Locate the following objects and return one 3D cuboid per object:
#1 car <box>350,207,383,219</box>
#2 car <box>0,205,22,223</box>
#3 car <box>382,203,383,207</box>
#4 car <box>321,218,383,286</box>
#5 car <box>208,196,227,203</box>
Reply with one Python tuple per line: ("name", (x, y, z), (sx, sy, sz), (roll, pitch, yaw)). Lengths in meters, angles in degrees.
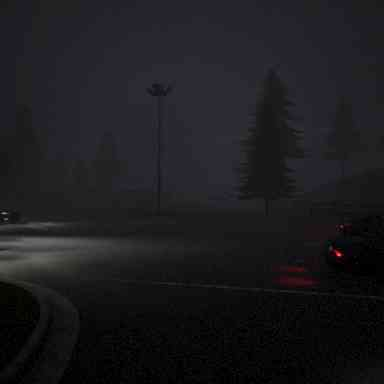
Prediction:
("car", (8.807, 1.559, 14.803), (4.181, 1.385, 1.994), (0, 0, 14))
("car", (-14.815, 1.477, 24.078), (5.008, 1.535, 1.882), (0, 0, 14))
("car", (12.170, 1.346, 17.595), (4.553, 1.767, 2.097), (0, 0, 14))
("car", (6.122, 1.544, 8.250), (5.357, 1.411, 2.033), (0, 0, 14))
("car", (5.458, 1.532, 69.617), (2.033, 1.411, 5.357), (0, 0, -33))
